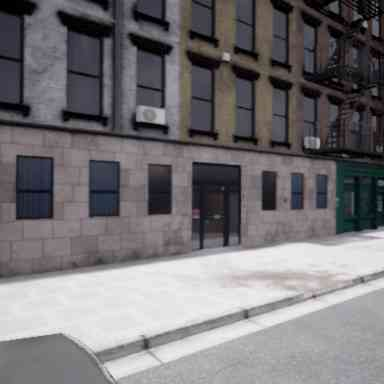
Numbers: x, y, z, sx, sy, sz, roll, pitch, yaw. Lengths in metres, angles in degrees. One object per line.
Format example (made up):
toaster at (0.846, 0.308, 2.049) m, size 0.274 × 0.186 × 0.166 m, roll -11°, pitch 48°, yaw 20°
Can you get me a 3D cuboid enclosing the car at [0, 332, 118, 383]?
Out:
car at (-2.764, 1.545, 1.086) m, size 5.357 × 1.411 × 2.033 m, roll 0°, pitch 0°, yaw -35°
